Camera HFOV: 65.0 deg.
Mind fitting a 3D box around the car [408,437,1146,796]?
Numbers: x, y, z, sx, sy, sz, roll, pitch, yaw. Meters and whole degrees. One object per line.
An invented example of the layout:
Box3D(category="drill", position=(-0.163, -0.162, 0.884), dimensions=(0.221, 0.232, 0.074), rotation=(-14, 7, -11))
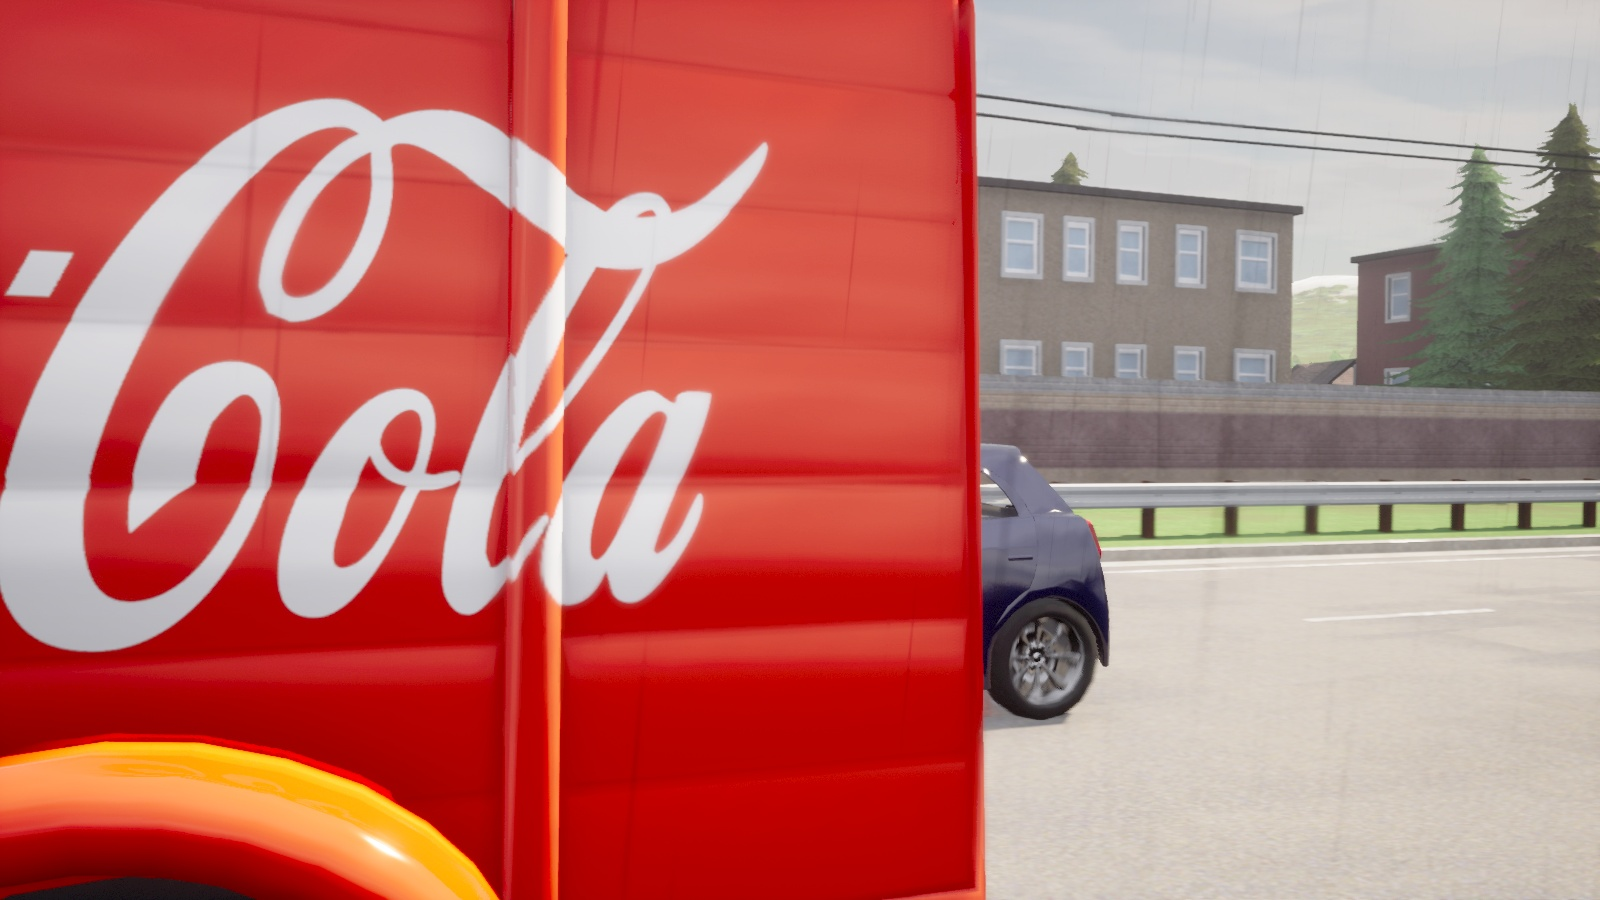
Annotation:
Box3D(category="car", position=(-0.186, 0.701, 6.912), dimensions=(3.633, 1.501, 1.845), rotation=(-1, 1, -21))

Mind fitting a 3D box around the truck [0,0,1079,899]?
Box3D(category="truck", position=(-2.459, 0.300, 2.300), dimensions=(5.204, 2.467, 2.627), rotation=(-1, 1, -21))
